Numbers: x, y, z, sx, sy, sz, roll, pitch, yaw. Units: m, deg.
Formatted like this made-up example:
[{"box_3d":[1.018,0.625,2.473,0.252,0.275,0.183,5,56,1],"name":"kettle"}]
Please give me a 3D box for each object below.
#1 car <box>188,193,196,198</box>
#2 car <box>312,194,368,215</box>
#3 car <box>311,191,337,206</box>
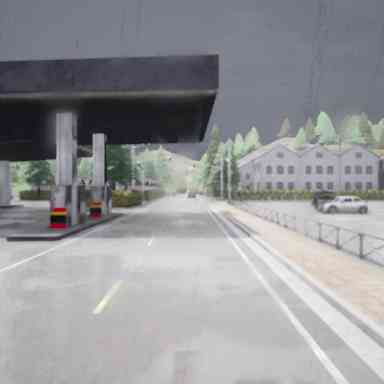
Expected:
[{"box_3d":[-0.026,0.884,85.035,1.994,1.385,4.181,0,0,0],"name":"car"},{"box_3d":[12.676,1.138,28.170,3.806,1.475,1.970,0,0,-1],"name":"car"},{"box_3d":[13.267,0.828,31.496,3.866,1.878,1.905,0,0,-1],"name":"car"}]
